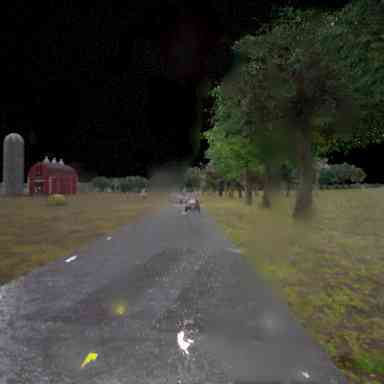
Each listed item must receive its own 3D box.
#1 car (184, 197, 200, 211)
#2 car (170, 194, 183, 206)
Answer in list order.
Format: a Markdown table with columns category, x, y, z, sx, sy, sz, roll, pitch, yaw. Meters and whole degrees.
| category | x | y | z | sx | sy | sz | roll | pitch | yaw |
| --- | --- | --- | --- | --- | --- | --- | --- | --- | --- |
| car | 0.097 | 1.674 | 42.865 | 1.812 | 1.442 | 4.674 | 0 | 0 | 0 |
| car | -2.780 | 1.439 | 61.296 | 2.150 | 2.045 | 5.566 | 0 | 0 | 1 |
